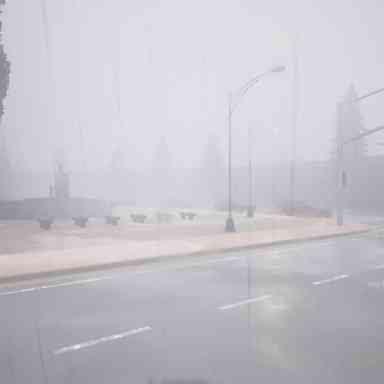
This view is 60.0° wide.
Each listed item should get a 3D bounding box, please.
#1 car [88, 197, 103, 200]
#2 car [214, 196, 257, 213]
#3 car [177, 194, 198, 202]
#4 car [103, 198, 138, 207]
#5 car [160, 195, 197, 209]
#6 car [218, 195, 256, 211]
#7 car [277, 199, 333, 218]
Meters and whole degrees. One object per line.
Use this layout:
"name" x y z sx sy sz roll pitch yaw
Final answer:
"car" -19.303 1.601 64.099 4.718 1.301 1.895 0 0 10
"car" 4.862 1.547 38.142 2.033 1.411 5.357 0 0 -38
"car" -1.769 1.478 49.281 5.008 1.535 1.882 0 0 35
"car" -10.641 1.601 50.517 4.718 1.301 1.895 0 0 25
"car" -2.122 1.505 45.187 4.892 1.490 1.837 0 0 38
"car" 5.660 1.352 42.449 2.097 1.767 4.553 0 0 -42
"car" 10.496 1.526 30.430 1.812 1.442 4.674 0 0 -35
